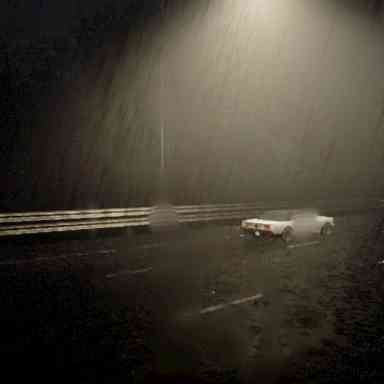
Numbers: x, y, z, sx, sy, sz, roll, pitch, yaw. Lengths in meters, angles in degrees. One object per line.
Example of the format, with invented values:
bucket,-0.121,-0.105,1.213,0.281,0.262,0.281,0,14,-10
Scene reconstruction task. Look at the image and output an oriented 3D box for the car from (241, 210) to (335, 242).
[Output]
car,4.636,1.478,15.633,4.718,1.301,1.895,-1,0,-35
